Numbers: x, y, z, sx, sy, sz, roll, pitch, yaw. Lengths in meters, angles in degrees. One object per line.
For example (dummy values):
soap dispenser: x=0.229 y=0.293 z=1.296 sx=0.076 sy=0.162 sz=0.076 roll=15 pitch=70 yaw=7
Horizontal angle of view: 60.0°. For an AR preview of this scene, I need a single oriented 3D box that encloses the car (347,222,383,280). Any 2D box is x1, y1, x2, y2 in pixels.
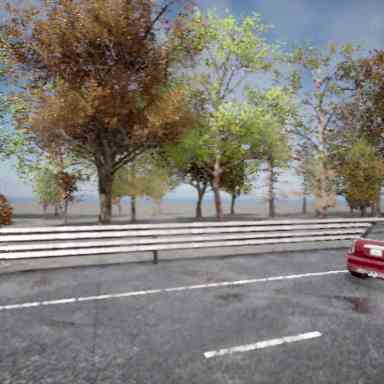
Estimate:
car: x=6.581 y=1.549 z=9.114 sx=4.553 sy=1.767 sz=2.097 roll=1 pitch=-1 yaw=-22
